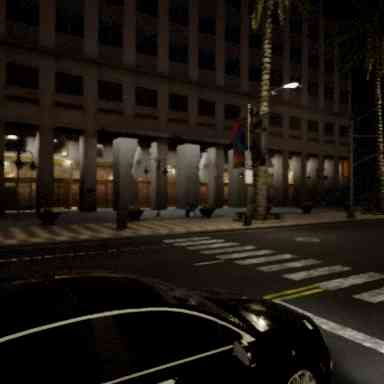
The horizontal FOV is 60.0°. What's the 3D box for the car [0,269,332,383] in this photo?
[{"bbox_3d":[-0.756,1.484,2.862,4.892,1.490,1.837,0,0,-36],"label":"car"}]
